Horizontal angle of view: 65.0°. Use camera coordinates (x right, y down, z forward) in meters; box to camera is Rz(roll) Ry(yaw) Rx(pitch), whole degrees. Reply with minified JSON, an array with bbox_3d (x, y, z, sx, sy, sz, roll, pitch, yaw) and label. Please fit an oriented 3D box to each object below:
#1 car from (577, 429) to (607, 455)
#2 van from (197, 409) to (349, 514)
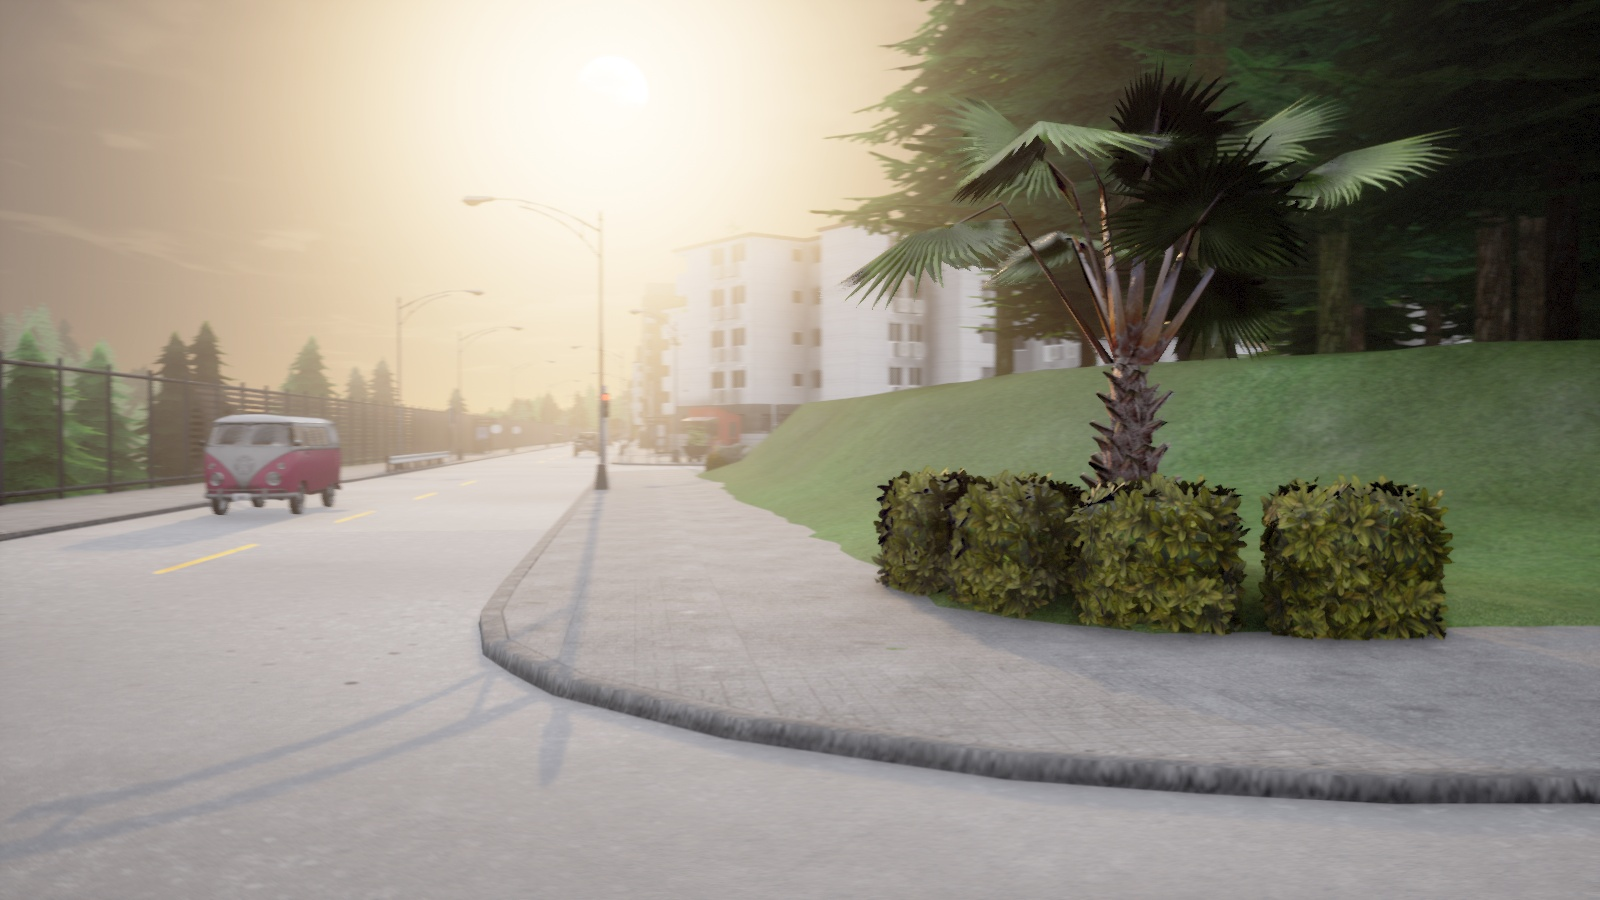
[{"bbox_3d":[-14.867,-0.583,89.869,1.932,1.855,4.605,0,1,-7],"label":"car"},{"bbox_3d":[-10.768,0.194,25.996,1.775,1.987,4.442,0,1,-7],"label":"van"}]
